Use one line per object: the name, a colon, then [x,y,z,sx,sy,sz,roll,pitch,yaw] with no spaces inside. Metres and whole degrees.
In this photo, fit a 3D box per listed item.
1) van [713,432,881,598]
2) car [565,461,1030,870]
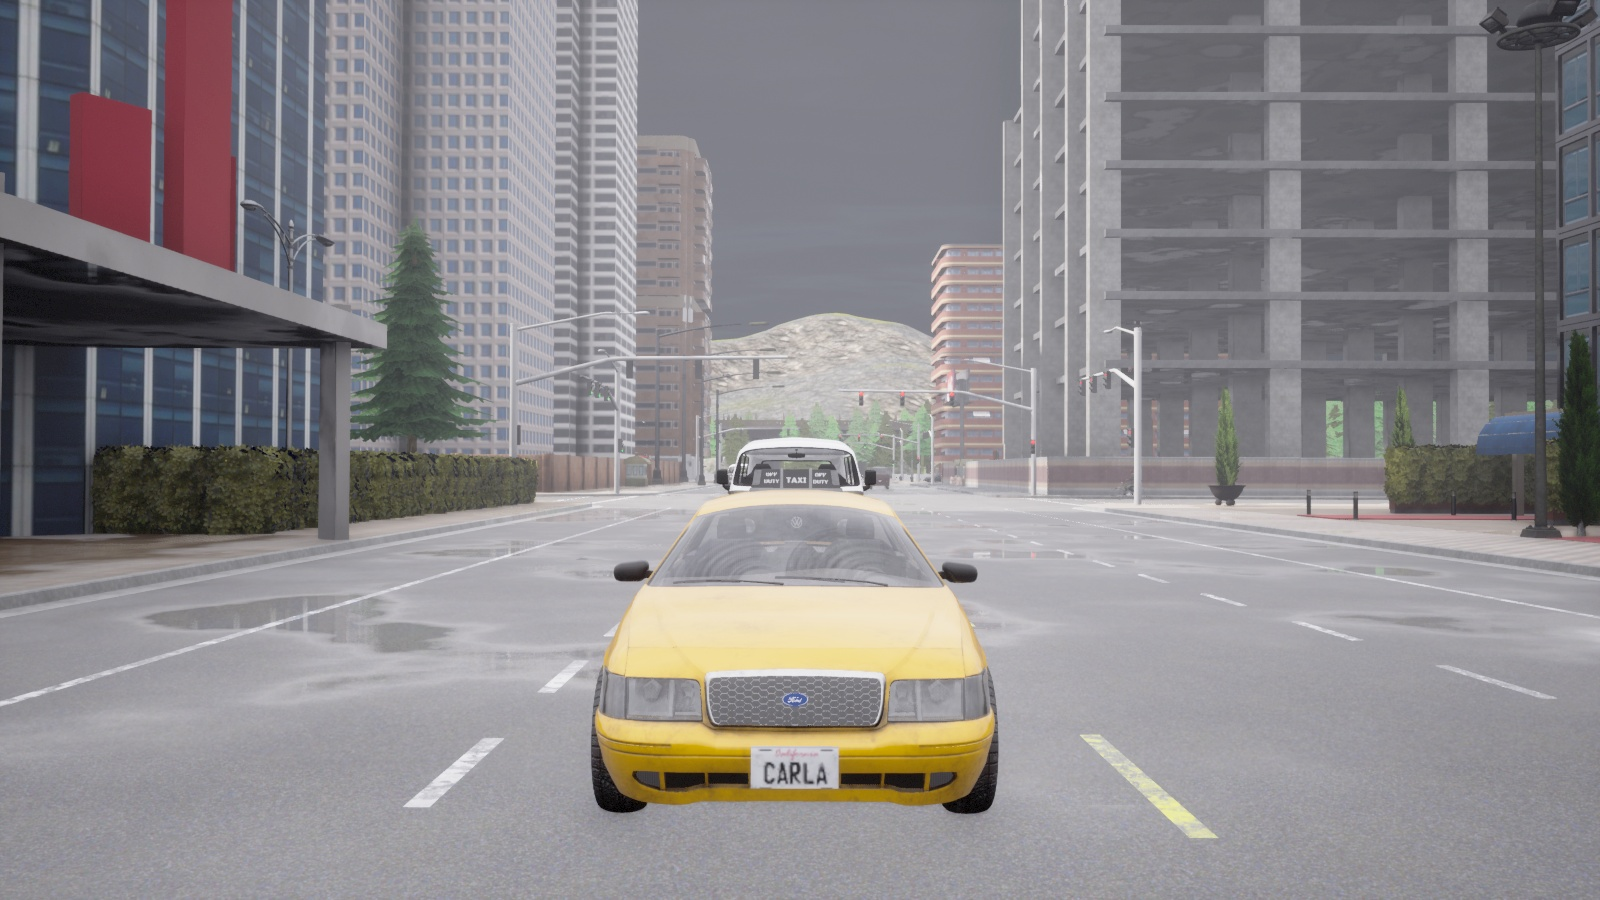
van: [-0.046,0.836,17.761,2.069,2.038,4.480,0,-1,0]
car: [-0.019,0.880,7.559,1.801,1.575,5.366,0,-1,0]
